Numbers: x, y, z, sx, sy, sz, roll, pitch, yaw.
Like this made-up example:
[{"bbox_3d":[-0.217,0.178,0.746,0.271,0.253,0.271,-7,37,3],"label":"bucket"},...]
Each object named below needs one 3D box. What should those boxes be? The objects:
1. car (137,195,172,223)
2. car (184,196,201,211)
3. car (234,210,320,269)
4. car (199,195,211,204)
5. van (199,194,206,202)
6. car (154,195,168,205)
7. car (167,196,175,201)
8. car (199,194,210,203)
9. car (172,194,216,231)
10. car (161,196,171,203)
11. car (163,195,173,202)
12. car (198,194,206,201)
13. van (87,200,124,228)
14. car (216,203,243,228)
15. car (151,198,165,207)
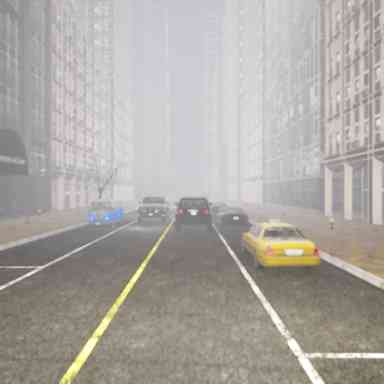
[{"bbox_3d":[-3.013,1.284,26.930,2.150,2.045,5.566,0,0,0],"label":"car"},{"bbox_3d":[0.081,1.461,43.129,2.097,1.767,4.553,0,0,0],"label":"car"},{"bbox_3d":[2.682,1.558,11.070,1.752,1.417,4.829,0,0,0],"label":"car"},{"bbox_3d":[2.657,1.466,67.884,2.192,1.841,5.009,0,0,0],"label":"car"},{"bbox_3d":[2.650,1.510,84.978,1.690,1.788,3.998,0,0,0],"label":"van"},{"bbox_3d":[-5.721,1.458,62.185,2.192,1.841,5.009,0,0,0],"label":"car"},{"bbox_3d":[-5.732,1.725,90.676,2.008,1.369,4.403,0,0,0],"label":"car"},{"bbox_3d":[2.655,1.473,73.582,2.192,1.841,5.009,0,0,0],"label":"car"},{"bbox_3d":[0.091,1.280,21.077,2.150,2.045,5.566,0,0,0],"label":"car"},{"bbox_3d":[-5.725,1.598,73.581,1.967,1.590,4.097,0,0,0],"label":"car"},{"bbox_3d":[-5.728,1.604,79.280,1.967,1.590,4.097,0,0,0],"label":"car"},{"bbox_3d":[2.648,1.489,90.677,2.192,1.841,5.009,0,0,0],"label":"car"},{"bbox_3d":[-5.705,1.403,22.297,1.690,1.788,3.998,0,0,0],"label":"van"},{"bbox_3d":[2.677,1.628,22.297,1.947,1.339,4.313,0,0,0],"label":"car"},{"bbox_3d":[-5.718,1.679,56.486,1.887,1.381,4.507,0,0,0],"label":"car"}]
